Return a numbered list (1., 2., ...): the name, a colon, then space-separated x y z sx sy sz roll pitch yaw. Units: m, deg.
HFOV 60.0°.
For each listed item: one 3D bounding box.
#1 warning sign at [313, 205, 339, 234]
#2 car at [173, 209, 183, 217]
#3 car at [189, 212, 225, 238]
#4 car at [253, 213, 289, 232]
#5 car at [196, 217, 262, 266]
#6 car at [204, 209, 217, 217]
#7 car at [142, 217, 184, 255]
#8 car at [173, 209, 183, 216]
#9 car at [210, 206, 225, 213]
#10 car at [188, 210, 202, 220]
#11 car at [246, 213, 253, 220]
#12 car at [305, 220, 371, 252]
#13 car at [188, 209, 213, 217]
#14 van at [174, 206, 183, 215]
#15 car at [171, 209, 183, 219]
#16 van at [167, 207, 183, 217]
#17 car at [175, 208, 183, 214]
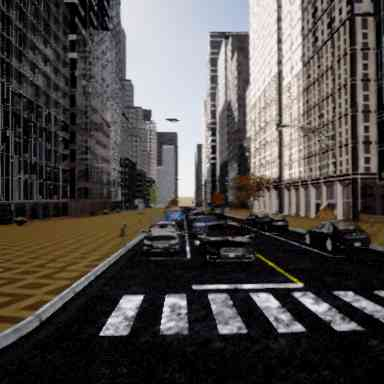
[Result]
1. warning sign: 9.229 1.874 22.948 1.300 1.860 1.060 1 -1 -2
2. car: -2.593 3.819 60.955 1.752 1.417 4.829 -1 -2 -2
3. car: 1.024 2.408 23.845 2.033 1.411 5.357 0 -2 -2
4. car: 6.700 2.520 27.640 1.947 1.339 4.313 -1 -2 -2
5. car: 1.292 1.983 13.625 1.837 1.490 4.892 0 -2 -1
6. car: 3.249 3.790 59.510 1.895 1.301 4.718 0 -2 -2
7. car: -1.370 2.146 16.170 2.008 1.369 4.403 -1 -2 -2
8. car: -2.750 4.062 66.742 1.887 1.381 4.507 -1 -2 -2
9. car: 3.540 3.006 48.974 2.150 2.045 5.566 0 -2 -2
10. car: 0.432 3.421 49.182 1.895 1.301 4.718 0 -2 -2
11. car: 6.547 2.732 33.259 1.947 1.339 4.313 -1 -2 -2
12. car: 7.006 2.084 16.402 2.008 1.369 4.403 -1 -2 -2
13. car: 0.749 2.755 34.203 1.837 1.490 4.892 0 -2 -1
14. van: -2.908 4.077 72.368 1.690 1.788 3.998 -1 -2 -2
15. car: -2.443 3.635 55.504 2.008 1.369 4.403 -1 -2 -2
16. van: -1.988 2.782 38.655 1.690 1.788 3.998 -1 -2 -2
17. car: -3.210 4.717 83.598 1.887 1.381 4.507 -1 -2 -2
